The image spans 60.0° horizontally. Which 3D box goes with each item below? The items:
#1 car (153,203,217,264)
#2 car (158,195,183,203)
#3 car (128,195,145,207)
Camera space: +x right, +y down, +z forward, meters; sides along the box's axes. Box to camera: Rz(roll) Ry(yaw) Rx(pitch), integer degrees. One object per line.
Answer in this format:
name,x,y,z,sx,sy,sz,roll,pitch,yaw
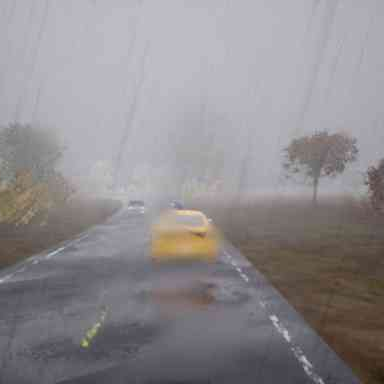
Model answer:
car,-0.288,1.360,11.465,1.882,1.535,5.008,0,1,-3
car,-1.835,1.071,29.183,2.097,1.767,4.553,0,1,-7
car,-7.307,1.081,43.688,1.882,1.535,5.008,0,0,-11
